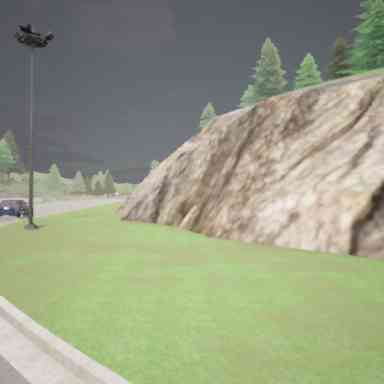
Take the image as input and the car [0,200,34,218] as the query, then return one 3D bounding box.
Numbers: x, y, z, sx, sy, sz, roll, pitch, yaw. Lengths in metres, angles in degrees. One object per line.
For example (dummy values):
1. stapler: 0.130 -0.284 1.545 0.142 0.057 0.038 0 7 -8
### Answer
1. car: -16.697 1.508 31.616 2.097 1.767 4.553 0 0 -8
